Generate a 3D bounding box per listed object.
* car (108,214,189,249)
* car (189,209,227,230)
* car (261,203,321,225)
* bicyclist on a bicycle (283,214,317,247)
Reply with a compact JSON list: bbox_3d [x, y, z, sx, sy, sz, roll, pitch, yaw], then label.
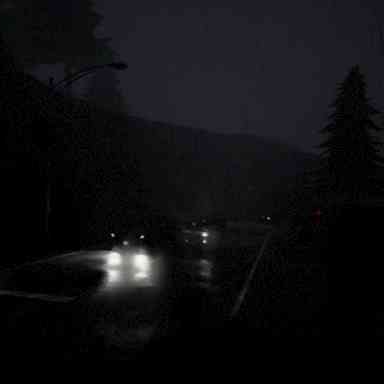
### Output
[{"bbox_3d":[-2.028,1.837,16.513,2.033,1.411,5.357,1,-1,16],"label":"car"},{"bbox_3d":[1.221,2.082,25.942,1.812,1.442,4.674,1,-1,28],"label":"car"},{"bbox_3d":[9.552,2.106,32.160,5.566,2.045,2.150,2,-1,-6],"label":"car"},{"bbox_3d":[5.351,1.924,16.499,1.656,1.620,0.582,1,-1,15],"label":"bicyclist on a bicycle"}]
